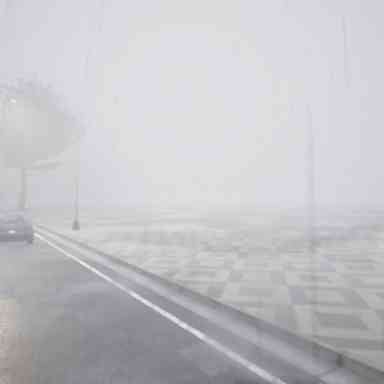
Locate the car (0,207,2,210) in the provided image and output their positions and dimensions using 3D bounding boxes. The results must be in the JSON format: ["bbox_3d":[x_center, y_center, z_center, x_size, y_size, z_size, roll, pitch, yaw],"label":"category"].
[{"bbox_3d":[-18.754,2.012,31.287,2.033,1.411,5.357,0,-1,-33],"label":"car"}]

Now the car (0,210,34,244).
[{"bbox_3d":[-9.253,1.806,16.736,1.994,1.385,4.181,0,-1,-33],"label":"car"}]
